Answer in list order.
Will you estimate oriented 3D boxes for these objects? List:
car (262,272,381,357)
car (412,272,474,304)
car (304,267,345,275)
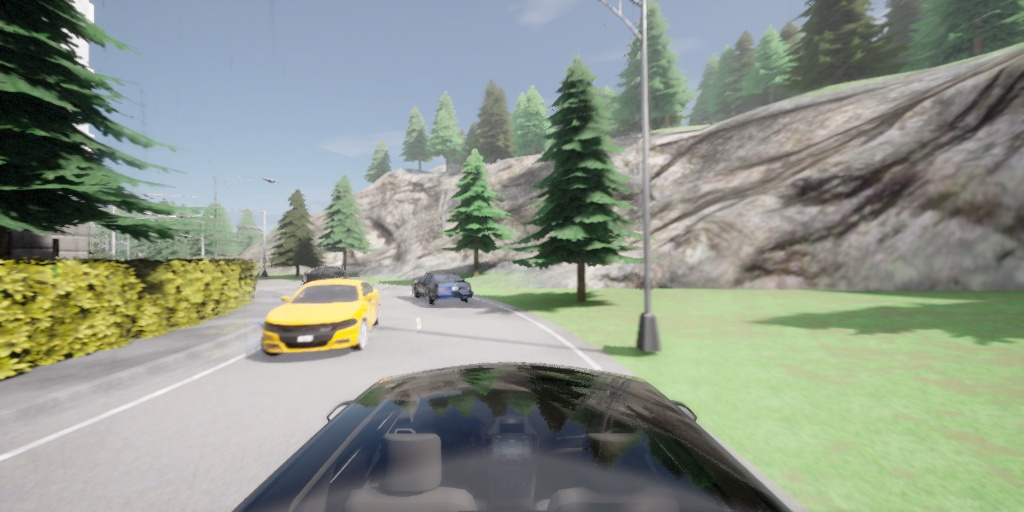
[{"bbox_3d":[-4.588,1.344,9.310,1.882,1.535,5.008,0,-1,-14],"label":"car"},{"bbox_3d":[-3.538,1.471,17.553,2.033,1.411,5.357,0,-1,-26],"label":"car"},{"bbox_3d":[-16.210,1.685,31.026,4.892,1.490,1.837,-1,-1,34],"label":"car"}]
